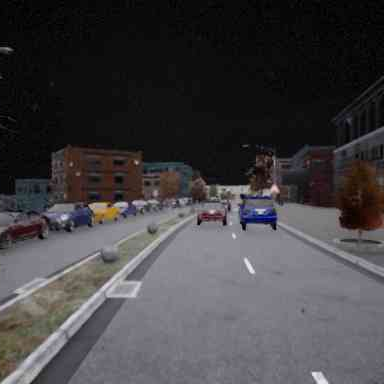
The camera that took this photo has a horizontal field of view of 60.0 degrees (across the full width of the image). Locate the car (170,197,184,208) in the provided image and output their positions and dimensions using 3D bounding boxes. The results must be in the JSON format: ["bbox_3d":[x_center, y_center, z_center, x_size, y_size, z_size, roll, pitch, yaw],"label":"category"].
[{"bbox_3d":[-3.184,1.676,53.238,2.185,1.767,4.553,0,-1,9],"label":"car"}]

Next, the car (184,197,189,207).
[{"bbox_3d":[-2.317,1.904,58.660,2.002,1.452,4.674,0,-1,9],"label":"car"}]

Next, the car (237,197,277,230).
[{"bbox_3d":[4.270,1.312,22.163,2.150,2.045,5.566,0,0,5],"label":"car"}]

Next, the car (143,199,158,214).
[{"bbox_3d":[-5.775,1.631,36.981,2.231,1.521,4.892,0,0,9],"label":"car"}]

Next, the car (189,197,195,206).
[{"bbox_3d":[-1.421,1.804,64.267,2.185,1.767,4.553,0,-1,9],"label":"car"}]

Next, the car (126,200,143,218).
[{"bbox_3d":[-6.539,1.639,31.485,2.002,1.452,4.674,0,0,8],"label":"car"}]

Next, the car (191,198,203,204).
[{"bbox_3d":[1.189,2.143,80.594,2.231,1.521,4.892,0,-1,9],"label":"car"}]

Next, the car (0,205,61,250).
[{"bbox_3d":[-8.123,1.550,14.763,2.163,1.488,4.792,0,0,4],"label":"car"}]

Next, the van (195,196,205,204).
[{"bbox_3d":[2.042,1.994,85.926,1.878,1.987,4.442,0,-1,9],"label":"van"}]

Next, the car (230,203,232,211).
[{"bbox_3d":[4.032,1.716,42.617,1.837,1.490,4.892,0,-1,9],"label":"car"}]

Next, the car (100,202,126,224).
[{"bbox_3d":[-7.186,1.573,25.975,2.097,1.535,5.008,0,0,7],"label":"car"}]

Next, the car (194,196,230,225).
[{"bbox_3d":[1.604,1.454,25.244,2.097,1.767,4.553,0,0,6],"label":"car"}]

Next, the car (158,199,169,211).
[{"bbox_3d":[-4.912,1.680,42.433,2.231,1.521,4.892,0,-1,9],"label":"car"}]

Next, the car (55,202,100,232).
[{"bbox_3d":[-7.712,1.422,20.477,2.185,1.767,4.553,0,0,6],"label":"car"}]
